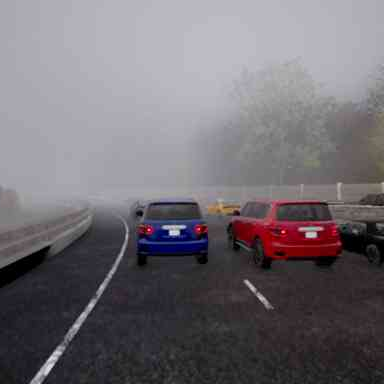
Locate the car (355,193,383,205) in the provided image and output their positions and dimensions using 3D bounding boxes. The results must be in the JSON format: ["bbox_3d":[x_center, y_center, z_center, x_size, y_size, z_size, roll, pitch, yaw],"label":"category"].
[{"bbox_3d":[14.695,1.087,26.216,5.566,2.045,2.150,-2,-1,41],"label":"car"}]

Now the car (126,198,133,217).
[{"bbox_3d":[-4.212,1.513,28.415,2.128,1.511,4.902,0,0,-15],"label":"car"}]

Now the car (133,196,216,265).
[{"bbox_3d":[-0.800,1.227,11.936,2.150,2.045,5.566,0,0,-7],"label":"car"}]

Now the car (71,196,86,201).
[{"bbox_3d":[-27.522,1.634,80.477,4.902,1.511,2.128,0,0,44],"label":"car"}]

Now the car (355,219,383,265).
[{"bbox_3d":[6.266,1.581,11.594,1.895,1.301,4.718,0,0,-6],"label":"car"}]

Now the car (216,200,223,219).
[{"bbox_3d":[2.700,1.478,29.593,1.882,1.535,5.008,0,-1,-16],"label":"car"}]

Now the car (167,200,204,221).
[{"bbox_3d":[-0.680,1.499,28.724,2.128,1.511,4.902,0,0,-15],"label":"car"}]

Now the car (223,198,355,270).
[{"bbox_3d":[2.787,1.213,11.279,2.150,2.045,5.566,0,0,-7],"label":"car"}]

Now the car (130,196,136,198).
[{"bbox_3d":[-10.264,1.510,59.197,1.812,1.442,4.674,0,0,-31],"label":"car"}]

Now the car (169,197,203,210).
[{"bbox_3d":[-0.881,1.426,44.089,1.882,1.535,5.008,0,0,-38],"label":"car"}]
